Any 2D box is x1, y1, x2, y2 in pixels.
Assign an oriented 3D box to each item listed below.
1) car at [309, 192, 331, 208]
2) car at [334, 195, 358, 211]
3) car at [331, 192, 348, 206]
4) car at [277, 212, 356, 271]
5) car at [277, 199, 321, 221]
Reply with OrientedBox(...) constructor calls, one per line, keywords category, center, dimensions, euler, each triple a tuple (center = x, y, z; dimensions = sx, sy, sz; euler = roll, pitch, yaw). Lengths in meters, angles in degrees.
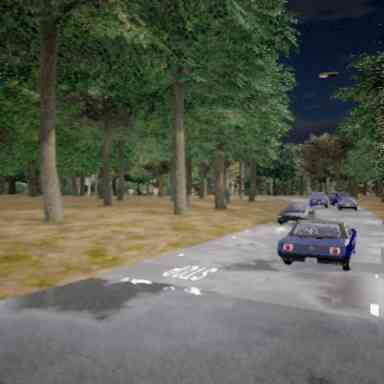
OrientedBox(category="car", center=(16.498, 1.003, 43.367), dimensions=(2.150, 2.045, 5.566), euler=(0, 0, 19))
OrientedBox(category="car", center=(17.795, 1.377, 38.225), dimensions=(1.994, 1.385, 4.181), euler=(0, 0, 21))
OrientedBox(category="car", center=(21.062, 0.949, 47.686), dimensions=(2.150, 2.045, 5.566), euler=(0, 1, 16))
OrientedBox(category="car", center=(4.285, 1.557, 10.924), dimensions=(1.895, 1.301, 4.718), euler=(0, 0, 29))
OrientedBox(category="car", center=(7.384, 1.469, 23.132), dimensions=(2.033, 1.411, 5.357), euler=(0, 0, 28))
